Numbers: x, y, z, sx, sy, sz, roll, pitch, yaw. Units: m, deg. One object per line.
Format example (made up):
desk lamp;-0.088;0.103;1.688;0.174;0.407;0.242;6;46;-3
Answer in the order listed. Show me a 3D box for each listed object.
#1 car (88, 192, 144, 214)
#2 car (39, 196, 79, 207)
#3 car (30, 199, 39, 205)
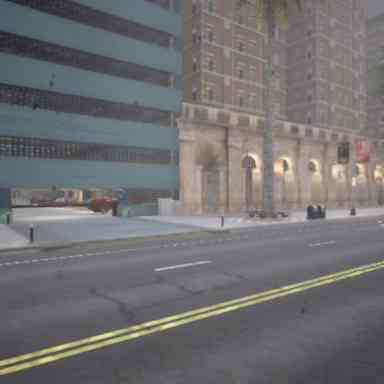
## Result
car;-7.472;1.056;33.407;5.566;2.045;2.435;0;0;-36
car;-18.948;1.523;47.939;4.718;1.301;1.895;0;0;-36
car;-25.384;1.492;57.600;4.786;1.482;2.161;0;0;-36
